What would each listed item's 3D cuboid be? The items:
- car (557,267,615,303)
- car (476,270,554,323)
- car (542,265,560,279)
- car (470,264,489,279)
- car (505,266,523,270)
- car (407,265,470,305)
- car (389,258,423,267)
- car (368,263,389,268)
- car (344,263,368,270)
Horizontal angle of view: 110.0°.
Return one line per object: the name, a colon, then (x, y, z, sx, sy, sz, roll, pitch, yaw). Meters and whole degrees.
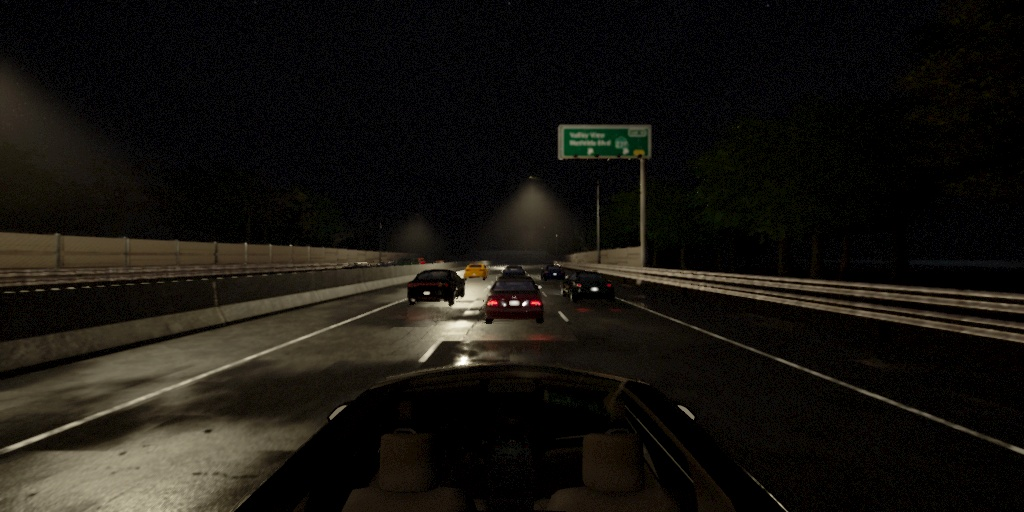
car: (3.619, 1.432, 17.647, 1.994, 1.385, 4.181, 0, 0, 0)
car: (0.084, 1.381, 12.538, 2.033, 1.411, 5.357, 0, 0, 0)
car: (3.695, 1.530, 32.803, 1.994, 1.385, 4.181, 0, 0, 1)
car: (-3.296, 1.451, 33.941, 1.882, 1.535, 5.008, 0, 0, 1)
car: (0.140, 1.480, 27.489, 2.033, 1.411, 5.357, 0, 0, 1)
car: (-3.374, 1.339, 16.764, 1.882, 1.535, 5.008, 0, 0, 1)
car: (-13.869, 1.280, 47.225, 2.150, 2.045, 5.566, 0, 0, 1)
car: (-17.345, 1.633, 48.721, 1.994, 1.385, 4.181, 0, 0, 1)
car: (-20.847, 1.668, 48.536, 1.895, 1.301, 4.718, 0, 0, 1)
